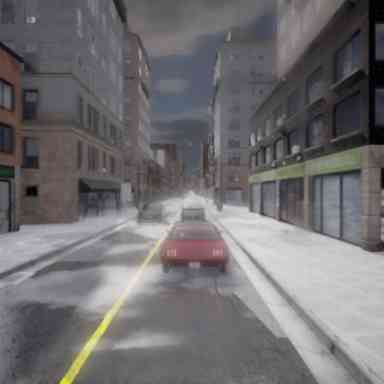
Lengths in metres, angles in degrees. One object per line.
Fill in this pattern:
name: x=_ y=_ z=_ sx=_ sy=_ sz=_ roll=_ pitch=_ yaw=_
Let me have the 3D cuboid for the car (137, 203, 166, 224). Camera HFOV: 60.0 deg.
car: x=-3.081 y=1.618 z=25.962 sx=1.837 sy=1.490 sz=4.892 roll=0 pitch=-1 yaw=0

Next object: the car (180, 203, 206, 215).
car: x=0.087 y=1.603 z=26.367 sx=2.128 sy=1.511 sz=4.902 roll=0 pitch=0 yaw=0

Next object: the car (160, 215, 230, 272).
car: x=0.083 y=1.650 z=10.986 sx=1.895 sy=1.301 sz=4.718 roll=0 pitch=0 yaw=0
